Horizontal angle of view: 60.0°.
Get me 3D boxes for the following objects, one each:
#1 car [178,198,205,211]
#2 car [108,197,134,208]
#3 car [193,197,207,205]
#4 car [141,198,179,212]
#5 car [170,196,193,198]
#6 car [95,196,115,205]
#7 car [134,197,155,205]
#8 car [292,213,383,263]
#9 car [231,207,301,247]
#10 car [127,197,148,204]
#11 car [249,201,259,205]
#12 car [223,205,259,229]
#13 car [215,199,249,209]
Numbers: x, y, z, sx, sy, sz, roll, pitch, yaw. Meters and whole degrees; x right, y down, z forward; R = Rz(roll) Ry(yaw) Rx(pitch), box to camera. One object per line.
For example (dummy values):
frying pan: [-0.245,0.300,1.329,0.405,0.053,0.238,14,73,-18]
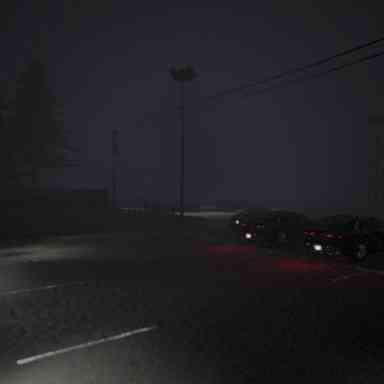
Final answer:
car: [-0.875,1.753,42.562,1.895,1.301,4.718,0,0,-36]
car: [-11.120,1.630,50.756,1.837,1.490,4.892,0,1,-36]
car: [0.584,1.709,58.504,2.128,1.511,4.902,0,0,-35]
car: [-3.936,1.731,40.821,1.895,1.301,4.718,0,0,-36]
car: [-2.394,1.548,56.636,2.097,1.767,4.553,0,0,-36]
car: [-17.131,1.653,65.165,2.128,1.511,4.902,0,0,-36]
car: [-8.252,1.505,52.777,2.097,1.767,4.553,0,0,-36]
car: [6.148,1.584,12.435,4.892,1.490,1.837,0,0,-36]
car: [4.352,1.586,15.454,4.892,1.490,1.837,0,0,-36]
car: [-11.343,1.736,69.120,2.033,1.411,5.357,0,0,-36]
car: [7.390,1.767,49.068,2.033,1.411,5.357,0,0,-36]
car: [4.156,1.658,19.614,4.181,1.385,1.994,0,0,-36]
car: [5.143,1.700,46.196,1.837,1.490,4.892,0,0,-36]
